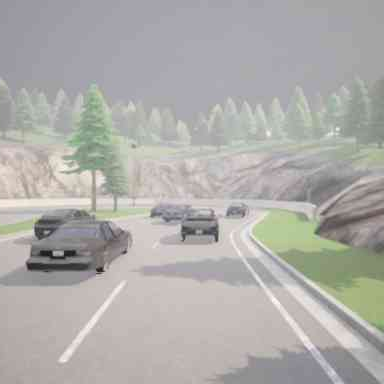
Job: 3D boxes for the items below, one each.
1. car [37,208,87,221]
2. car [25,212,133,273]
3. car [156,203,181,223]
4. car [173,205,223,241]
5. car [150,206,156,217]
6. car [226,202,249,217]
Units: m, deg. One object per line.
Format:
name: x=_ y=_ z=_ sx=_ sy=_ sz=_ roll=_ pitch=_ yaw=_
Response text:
car: x=-6.441 y=1.629 z=17.687 sx=1.837 sy=1.490 sz=4.892 roll=0 pitch=0 yaw=5
car: x=-3.333 y=1.624 z=10.931 sx=2.033 sy=1.411 sz=5.357 roll=0 pitch=0 yaw=1
car: x=-0.811 y=1.741 z=27.600 sx=2.033 sy=1.411 sz=5.357 roll=0 pitch=0 yaw=16
car: x=0.547 y=1.614 z=17.535 sx=2.128 sy=1.511 sz=4.902 roll=0 pitch=0 yaw=5
car: x=-2.632 y=1.799 z=33.654 sx=1.994 sy=1.385 sz=4.181 roll=0 pitch=0 yaw=16
car: x=4.679 y=1.762 z=33.837 sx=1.812 sy=1.442 sz=4.674 roll=0 pitch=0 yaw=16
